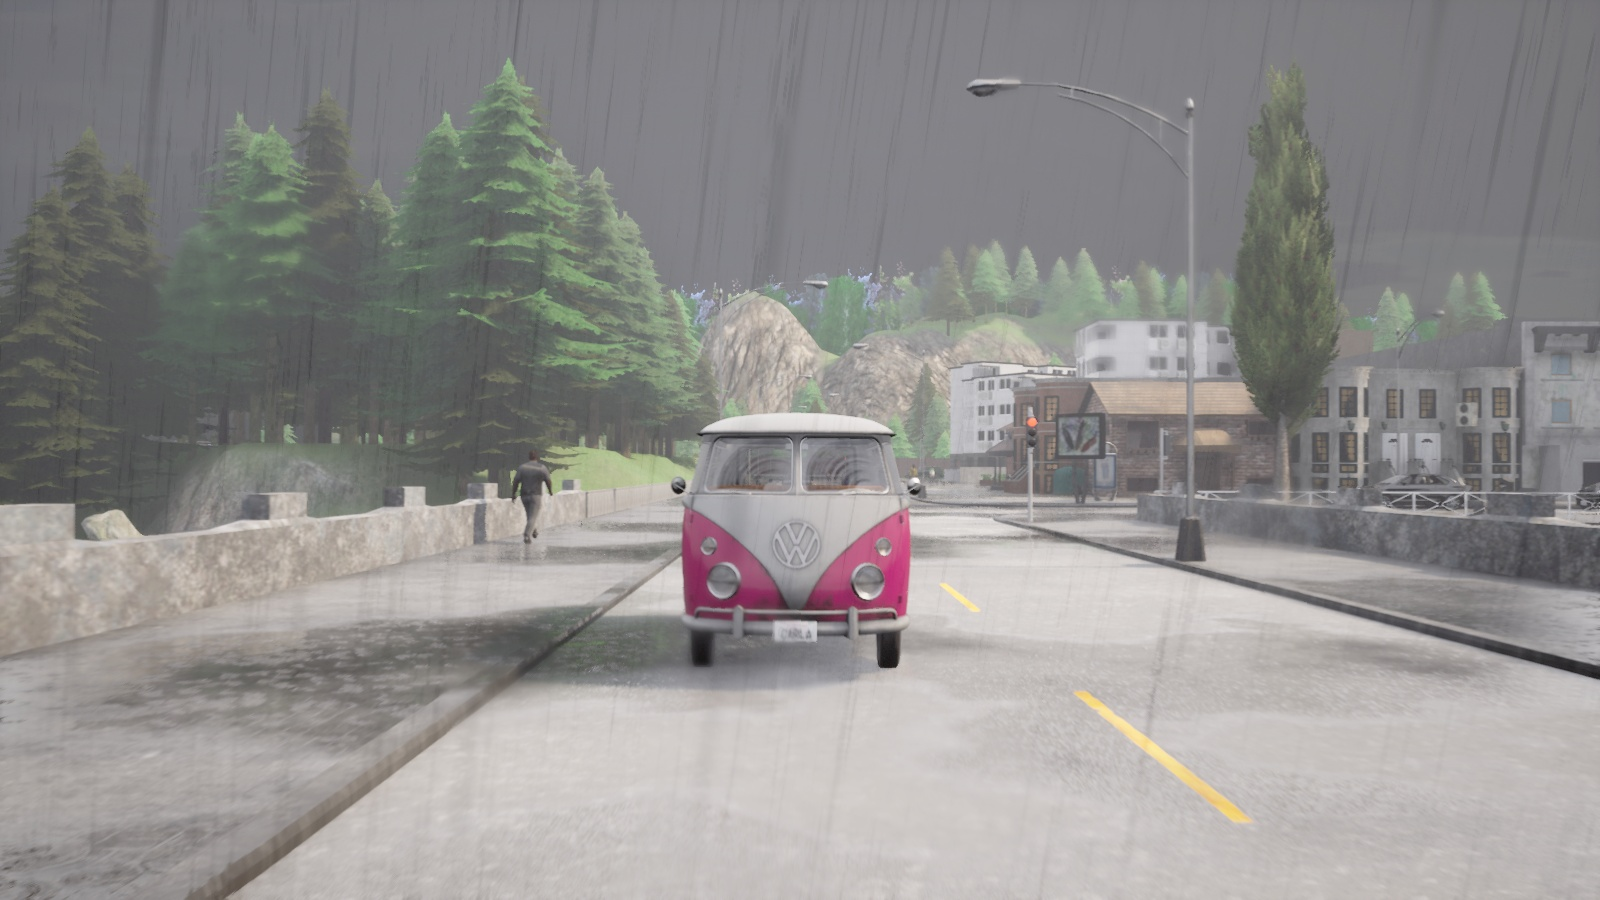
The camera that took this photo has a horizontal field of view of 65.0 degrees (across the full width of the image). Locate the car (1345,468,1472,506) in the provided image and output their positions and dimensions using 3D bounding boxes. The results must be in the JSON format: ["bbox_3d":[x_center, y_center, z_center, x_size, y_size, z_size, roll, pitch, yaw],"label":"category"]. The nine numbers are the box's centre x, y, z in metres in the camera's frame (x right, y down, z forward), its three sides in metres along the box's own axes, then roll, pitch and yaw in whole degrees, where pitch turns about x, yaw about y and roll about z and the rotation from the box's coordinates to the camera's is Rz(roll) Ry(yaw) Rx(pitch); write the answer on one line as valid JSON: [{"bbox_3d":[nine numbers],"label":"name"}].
[{"bbox_3d":[24.308,1.477,50.291,4.193,1.474,1.816,0,-1,0],"label":"car"}]

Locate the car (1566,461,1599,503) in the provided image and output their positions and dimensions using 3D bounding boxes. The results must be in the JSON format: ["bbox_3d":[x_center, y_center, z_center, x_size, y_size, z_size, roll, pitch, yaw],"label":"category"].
[{"bbox_3d":[33.685,1.271,50.324,4.611,1.667,2.242,0,-1,0],"label":"car"}]

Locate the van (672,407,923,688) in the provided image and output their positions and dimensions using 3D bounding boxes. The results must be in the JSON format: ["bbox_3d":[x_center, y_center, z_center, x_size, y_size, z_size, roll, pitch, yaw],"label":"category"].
[{"bbox_3d":[-0.026,0.732,11.144,1.775,1.987,4.442,0,-1,0],"label":"van"}]

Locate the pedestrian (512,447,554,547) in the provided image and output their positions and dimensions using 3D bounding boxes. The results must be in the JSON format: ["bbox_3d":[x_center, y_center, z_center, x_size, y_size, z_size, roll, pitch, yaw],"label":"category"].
[{"bbox_3d":[-5.124,0.901,24.100,0.563,1.883,0.849,0,-1,5],"label":"pedestrian"}]
